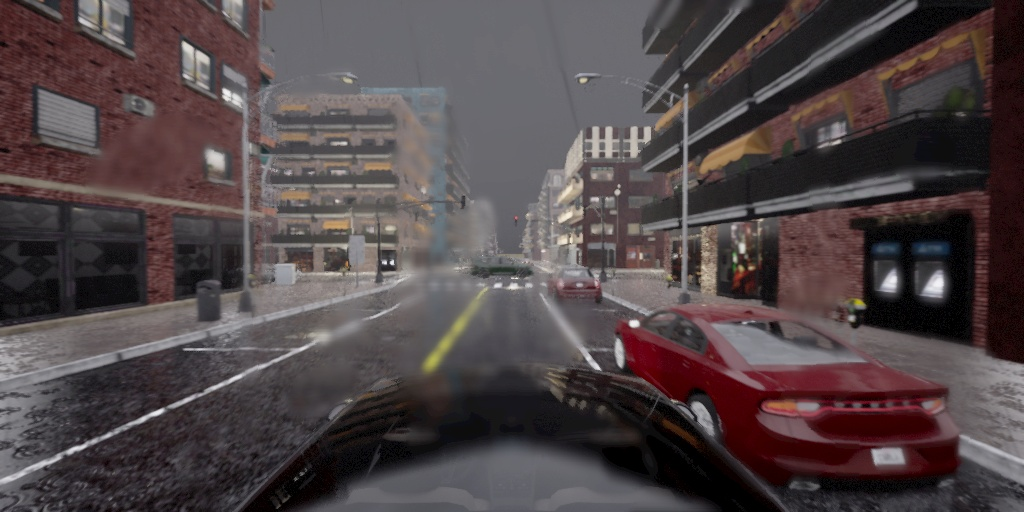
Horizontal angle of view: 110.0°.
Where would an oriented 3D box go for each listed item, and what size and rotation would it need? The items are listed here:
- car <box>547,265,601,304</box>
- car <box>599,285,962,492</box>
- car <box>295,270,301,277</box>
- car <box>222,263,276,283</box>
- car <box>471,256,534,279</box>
[{"bbox_3d":[2.695,1.176,16.151,1.967,1.591,4.097,0,0,0],"label":"car"},{"bbox_3d":[2.691,1.292,4.782,1.888,1.381,4.507,0,0,0],"label":"car"},{"bbox_3d":[-21.598,1.560,31.908,4.718,1.301,1.895,0,1,0],"label":"car"},{"bbox_3d":[-20.701,1.526,29.253,4.403,1.370,2.007,0,0,0],"label":"car"},{"bbox_3d":[-0.877,1.037,31.763,5.566,2.045,2.150,-1,1,0],"label":"car"}]
